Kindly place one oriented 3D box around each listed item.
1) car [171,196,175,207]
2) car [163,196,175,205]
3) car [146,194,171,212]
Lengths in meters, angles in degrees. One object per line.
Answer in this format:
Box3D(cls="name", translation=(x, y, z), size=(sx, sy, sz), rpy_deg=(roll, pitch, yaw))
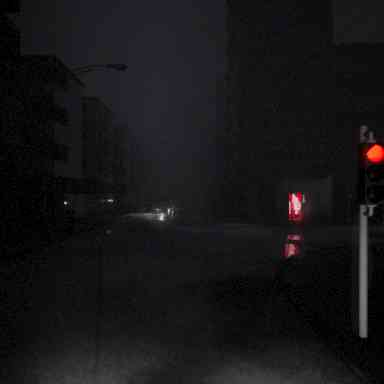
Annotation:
Box3D(cls="car", translation=(-4.076, 1.476, 49.504), size=(1.882, 1.535, 5.008), rpy_deg=(0, 0, 0))
Box3D(cls="car", translation=(-4.052, 1.503, 59.629), size=(1.837, 1.490, 4.892), rpy_deg=(0, 0, 0))
Box3D(cls="car", translation=(-4.093, 1.220, 39.486), size=(2.150, 2.045, 5.566), rpy_deg=(0, 0, 0))
